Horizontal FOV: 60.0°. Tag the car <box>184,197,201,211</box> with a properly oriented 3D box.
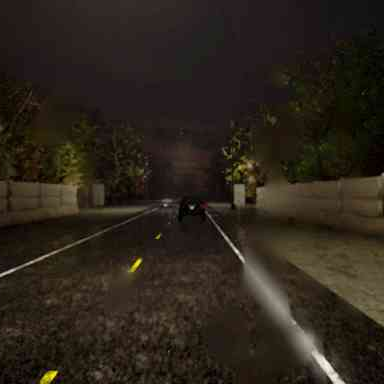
[{"bbox_3d":[0.051,1.564,44.327,2.097,1.767,4.553,0,0,0],"label":"car"}]

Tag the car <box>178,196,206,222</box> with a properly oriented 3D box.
[{"bbox_3d":[-0.008,1.350,28.151,2.150,2.045,5.566,-1,-1,0],"label":"car"}]

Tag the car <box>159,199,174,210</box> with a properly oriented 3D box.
[{"bbox_3d":[-3.588,1.717,47.856,2.128,1.511,4.902,0,0,0],"label":"car"}]
